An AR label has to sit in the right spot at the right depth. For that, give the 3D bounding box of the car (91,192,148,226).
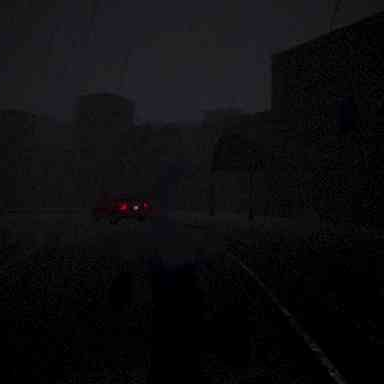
[{"bbox_3d":[-4.991,1.040,22.500,2.150,2.045,5.566,-2,1,-36],"label":"car"}]
